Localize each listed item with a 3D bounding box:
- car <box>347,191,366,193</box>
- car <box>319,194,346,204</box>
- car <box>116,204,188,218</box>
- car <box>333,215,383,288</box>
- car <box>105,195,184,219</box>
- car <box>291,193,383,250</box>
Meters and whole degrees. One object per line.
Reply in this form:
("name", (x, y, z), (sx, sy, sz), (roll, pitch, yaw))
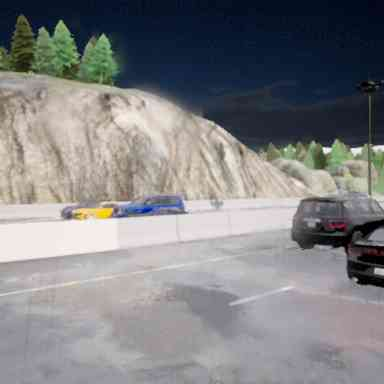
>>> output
("car", (25.105, 0.773, 51.357), (5.566, 2.045, 2.150), (0, 0, -39))
("car", (22.905, 1.033, 54.078), (5.008, 1.535, 1.882), (0, 0, -39))
("car", (-1.858, 1.604, 20.278), (4.718, 1.301, 1.895), (0, 0, -39))
("car", (5.774, 1.455, 8.255), (5.008, 1.535, 1.882), (0, 0, -38))
("car", (-2.984, 1.228, 23.859), (5.566, 2.045, 2.150), (0, 0, -39))
("car", (6.167, 1.196, 13.029), (5.566, 2.045, 2.150), (0, 0, -39))
